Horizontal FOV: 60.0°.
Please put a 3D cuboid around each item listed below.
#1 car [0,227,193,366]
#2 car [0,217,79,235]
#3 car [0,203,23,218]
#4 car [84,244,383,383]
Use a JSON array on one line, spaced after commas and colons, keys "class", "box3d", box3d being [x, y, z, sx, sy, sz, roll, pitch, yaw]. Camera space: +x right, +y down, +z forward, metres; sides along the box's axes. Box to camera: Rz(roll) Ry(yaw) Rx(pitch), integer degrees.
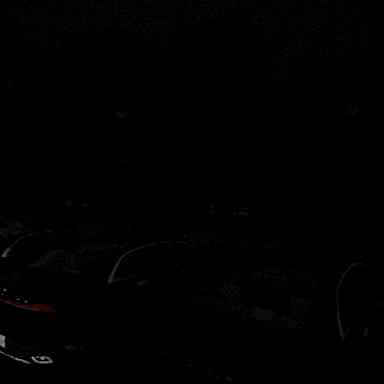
[{"class": "car", "box3d": [-0.839, 1.454, 5.860, 2.231, 1.521, 4.892, 0, 0, 35]}, {"class": "car", "box3d": [-3.084, 1.438, 7.461, 2.231, 1.521, 4.892, 0, 0, 35]}, {"class": "car", "box3d": [-5.342, 1.295, 9.041, 2.185, 1.767, 4.553, 0, 0, 35]}, {"class": "car", "box3d": [1.405, 1.473, 4.259, 2.231, 1.521, 4.892, 0, 0, 35]}]
